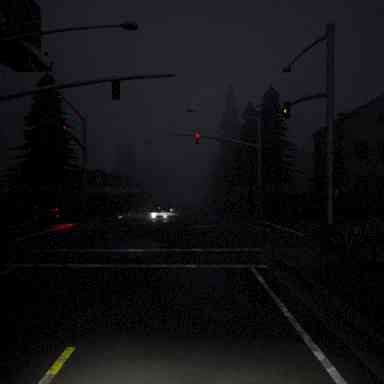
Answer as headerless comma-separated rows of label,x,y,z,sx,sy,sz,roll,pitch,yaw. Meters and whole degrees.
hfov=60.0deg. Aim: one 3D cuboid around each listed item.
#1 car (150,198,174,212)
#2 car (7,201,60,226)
car,-3.517,1.564,38.001,1.994,1.385,4.181,0,0,0
car,-11.092,1.317,21.408,4.902,1.511,2.128,1,0,-1
